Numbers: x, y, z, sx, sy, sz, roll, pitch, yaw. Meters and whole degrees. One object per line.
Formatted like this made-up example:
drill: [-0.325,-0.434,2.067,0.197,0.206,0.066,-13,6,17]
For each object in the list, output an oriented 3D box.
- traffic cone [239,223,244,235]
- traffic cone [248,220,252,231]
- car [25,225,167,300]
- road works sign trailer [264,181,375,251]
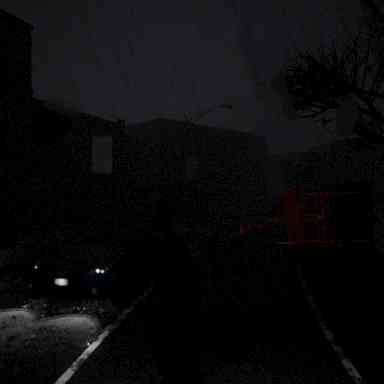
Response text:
traffic cone: [2.624,1.948,17.665,0.340,0.580,0.340,1,0,23]
traffic cone: [3.404,1.949,19.506,0.340,0.580,0.340,1,0,23]
car: [-2.087,1.550,8.377,1.994,1.385,4.181,0,0,13]
road works sign trailer: [4.690,0.944,12.338,2.880,2.380,3.560,-2,-2,-45]
